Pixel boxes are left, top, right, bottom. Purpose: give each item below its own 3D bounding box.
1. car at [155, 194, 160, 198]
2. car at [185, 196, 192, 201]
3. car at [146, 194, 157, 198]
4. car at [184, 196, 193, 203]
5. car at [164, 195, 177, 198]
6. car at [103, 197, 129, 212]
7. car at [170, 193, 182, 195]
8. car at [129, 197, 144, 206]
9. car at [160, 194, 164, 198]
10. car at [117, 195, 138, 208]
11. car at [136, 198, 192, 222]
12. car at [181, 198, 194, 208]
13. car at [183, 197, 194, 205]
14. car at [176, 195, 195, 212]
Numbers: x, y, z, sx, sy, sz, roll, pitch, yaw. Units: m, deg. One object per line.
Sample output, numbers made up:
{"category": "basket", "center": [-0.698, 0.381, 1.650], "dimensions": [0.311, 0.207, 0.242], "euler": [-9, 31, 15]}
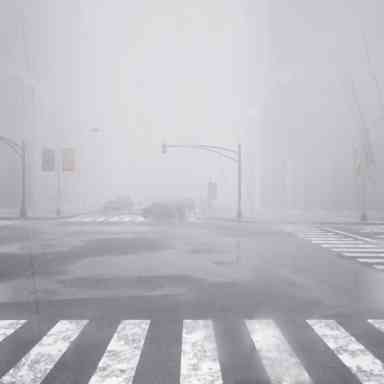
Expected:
{"category": "car", "center": [-9.295, 1.417, 76.930], "dimensions": [2.192, 1.841, 5.009], "euler": [0, 0, 0]}
{"category": "car", "center": [-0.857, 1.696, 93.240], "dimensions": [1.887, 1.381, 4.507], "euler": [0, 0, 0]}
{"category": "car", "center": [-9.265, 1.669, 71.504], "dimensions": [1.802, 1.307, 4.206], "euler": [0, 0, 0]}
{"category": "car", "center": [-0.741, 1.613, 71.710], "dimensions": [1.752, 1.417, 4.829], "euler": [0, 0, 0]}
{"category": "car", "center": [-3.322, 1.613, 57.241], "dimensions": [1.994, 1.385, 4.181], "euler": [0, 0, 0]}
{"category": "car", "center": [-9.090, 1.574, 38.948], "dimensions": [1.947, 1.339, 4.313], "euler": [0, 0, 0]}
{"category": "car", "center": [-3.513, 1.453, 75.552], "dimensions": [2.097, 1.767, 4.553], "euler": [0, 0, 0]}
{"category": "car", "center": [-9.176, 1.570, 55.056], "dimensions": [1.752, 1.417, 4.829], "euler": [0, 0, 0]}
{"category": "car", "center": [-9.381, 1.696, 93.207], "dimensions": [1.887, 1.381, 4.507], "euler": [0, 0, 0]}
{"category": "car", "center": [-9.120, 1.335, 44.374], "dimensions": [2.192, 1.841, 5.009], "euler": [0, 0, 0]}
{"category": "car", "center": [-2.320, 1.483, 26.125], "dimensions": [1.837, 1.490, 4.892], "euler": [-4, 2, -34]}
{"category": "car", "center": [-0.623, 1.614, 49.840], "dimensions": [1.802, 1.307, 4.206], "euler": [0, 0, 0]}
{"category": "car", "center": [-0.682, 1.603, 60.690], "dimensions": [1.887, 1.381, 4.507], "euler": [0, 0, 0]}
{"category": "car", "center": [-0.566, 1.448, 38.991], "dimensions": [1.967, 1.590, 4.097], "euler": [0, 0, 0]}
